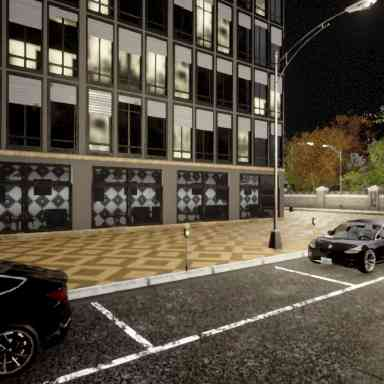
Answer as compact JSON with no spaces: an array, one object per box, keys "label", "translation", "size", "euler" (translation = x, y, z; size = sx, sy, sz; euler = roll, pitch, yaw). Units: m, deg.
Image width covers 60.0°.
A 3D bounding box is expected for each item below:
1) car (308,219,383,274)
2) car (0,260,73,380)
[{"label":"car","translation":[5.551,1.562,10.623],"size":[4.313,1.339,1.947],"euler":[0,0,-36]},{"label":"car","translation":[-3.677,1.566,3.935],"size":[4.313,1.339,1.947],"euler":[0,0,-36]}]
